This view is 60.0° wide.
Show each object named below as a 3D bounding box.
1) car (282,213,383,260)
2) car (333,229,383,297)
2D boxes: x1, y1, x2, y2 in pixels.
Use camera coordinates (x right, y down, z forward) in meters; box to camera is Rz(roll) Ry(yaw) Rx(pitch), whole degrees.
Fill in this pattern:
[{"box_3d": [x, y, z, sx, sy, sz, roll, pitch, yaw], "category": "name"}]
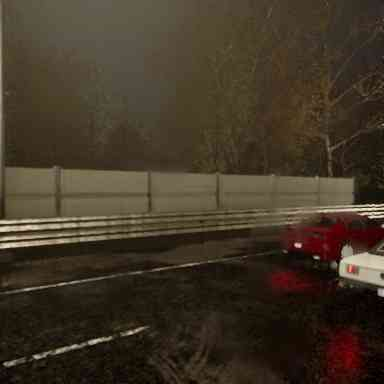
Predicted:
[{"box_3d": [5.286, 1.454, 11.410, 5.008, 1.535, 1.882, 0, 0, -33], "category": "car"}, {"box_3d": [5.437, 1.588, 7.351, 4.718, 1.301, 1.895, 0, 0, -33], "category": "car"}]
